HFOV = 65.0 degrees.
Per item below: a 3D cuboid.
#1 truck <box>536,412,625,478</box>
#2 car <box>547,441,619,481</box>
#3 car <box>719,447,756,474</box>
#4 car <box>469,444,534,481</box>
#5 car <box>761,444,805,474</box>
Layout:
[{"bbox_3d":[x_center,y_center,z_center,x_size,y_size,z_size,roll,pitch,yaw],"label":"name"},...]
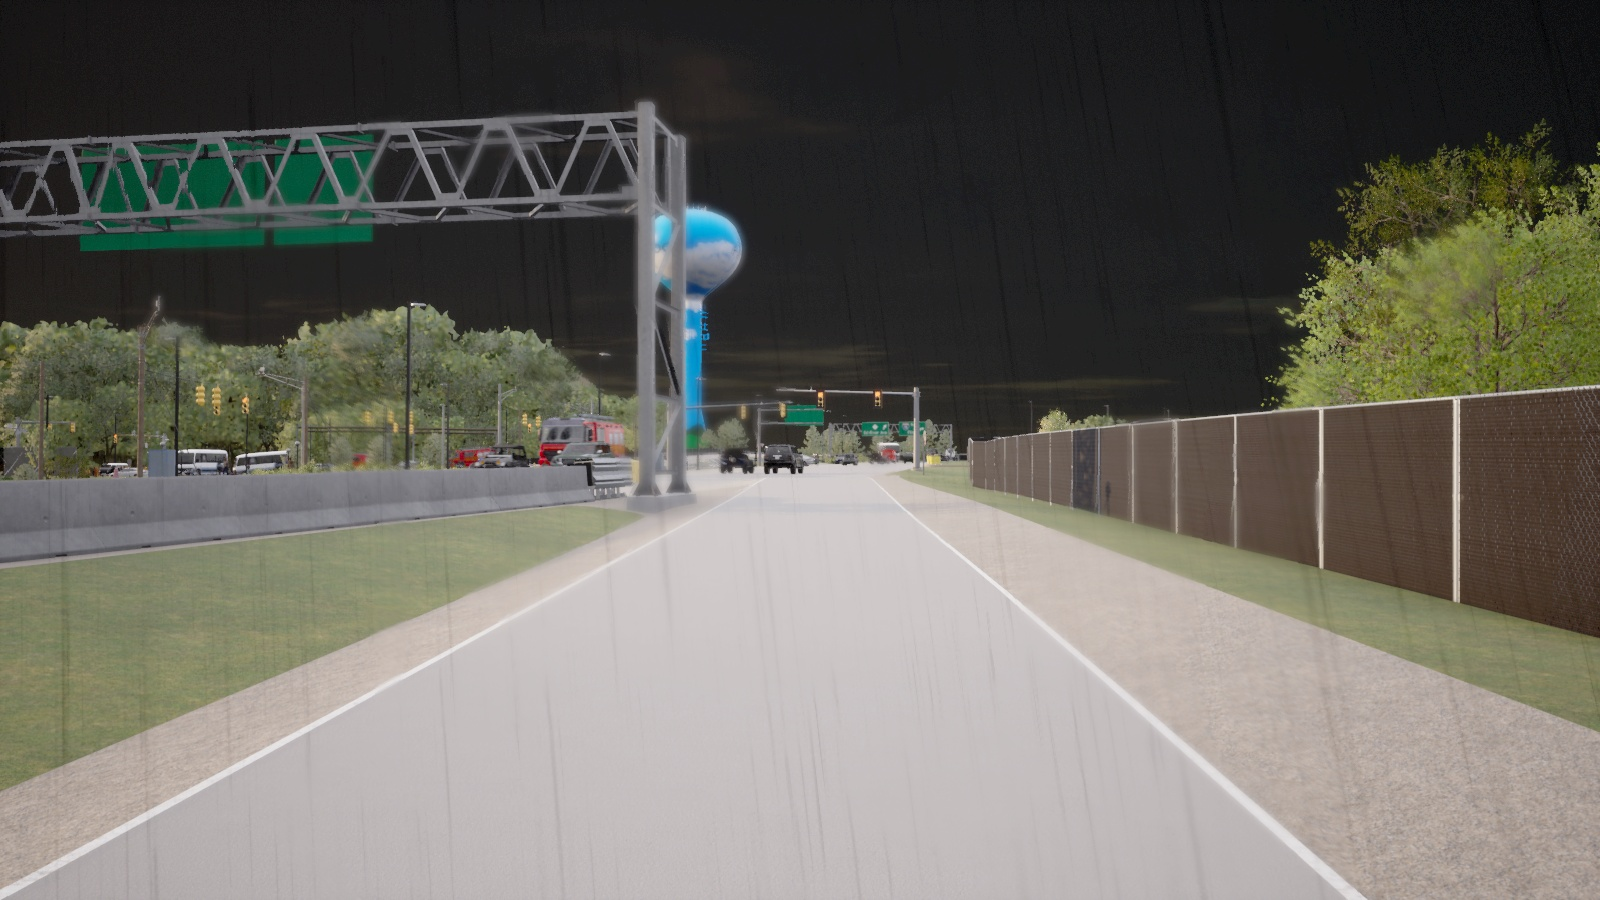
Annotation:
[{"bbox_3d":[-13.394,-0.261,77.405,2.891,3.827,8.468,0,0,9],"label":"truck"},{"bbox_3d":[-11.467,0.560,66.782,2.150,2.045,5.566,0,0,9],"label":"car"},{"bbox_3d":[-4.448,0.747,89.659,1.905,1.878,3.866,0,0,9],"label":"car"},{"bbox_3d":[-15.327,0.634,64.674,1.905,1.878,3.866,0,0,9],"label":"car"},{"bbox_3d":[-1.138,0.654,88.154,2.150,2.045,5.566,0,0,9],"label":"car"}]
